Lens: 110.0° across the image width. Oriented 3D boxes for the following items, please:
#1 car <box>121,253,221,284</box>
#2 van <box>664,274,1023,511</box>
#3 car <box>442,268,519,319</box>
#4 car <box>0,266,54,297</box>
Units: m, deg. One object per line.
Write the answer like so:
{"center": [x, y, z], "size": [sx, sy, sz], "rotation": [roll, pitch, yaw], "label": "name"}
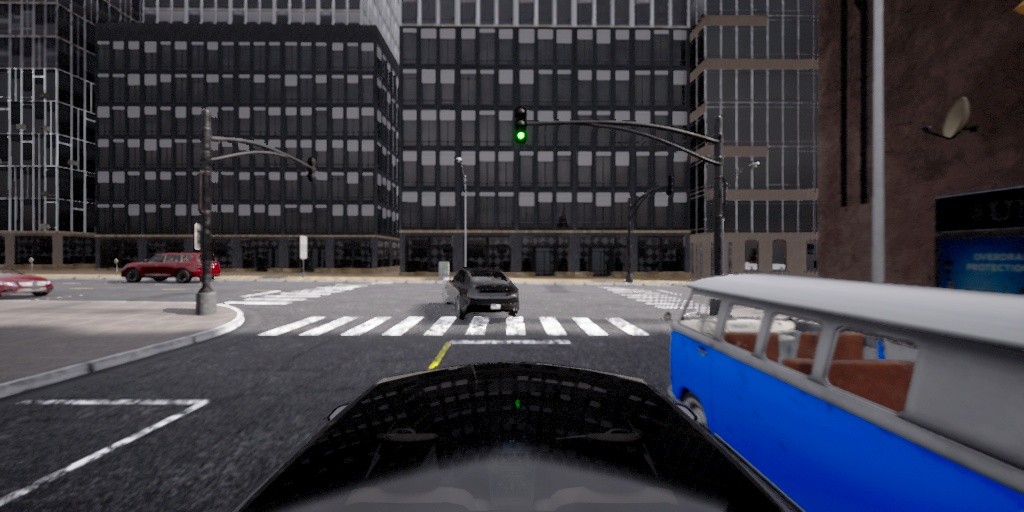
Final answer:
{"center": [-21.031, 0.719, 22.285], "size": [5.009, 1.841, 2.192], "rotation": [0, 0, -1], "label": "car"}
{"center": [2.564, 1.086, 2.497], "size": [1.690, 1.789, 3.998], "rotation": [0, 0, 0], "label": "van"}
{"center": [-1.216, 1.168, 12.611], "size": [1.837, 1.490, 4.892], "rotation": [1, 1, -18], "label": "car"}
{"center": [-20.930, 0.994, 14.146], "size": [4.207, 1.307, 1.802], "rotation": [0, 0, -1], "label": "car"}
